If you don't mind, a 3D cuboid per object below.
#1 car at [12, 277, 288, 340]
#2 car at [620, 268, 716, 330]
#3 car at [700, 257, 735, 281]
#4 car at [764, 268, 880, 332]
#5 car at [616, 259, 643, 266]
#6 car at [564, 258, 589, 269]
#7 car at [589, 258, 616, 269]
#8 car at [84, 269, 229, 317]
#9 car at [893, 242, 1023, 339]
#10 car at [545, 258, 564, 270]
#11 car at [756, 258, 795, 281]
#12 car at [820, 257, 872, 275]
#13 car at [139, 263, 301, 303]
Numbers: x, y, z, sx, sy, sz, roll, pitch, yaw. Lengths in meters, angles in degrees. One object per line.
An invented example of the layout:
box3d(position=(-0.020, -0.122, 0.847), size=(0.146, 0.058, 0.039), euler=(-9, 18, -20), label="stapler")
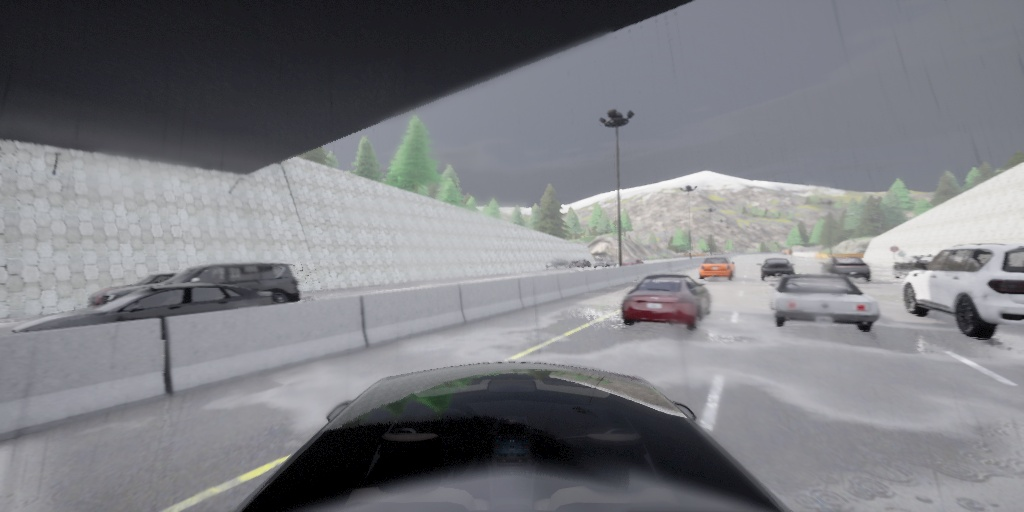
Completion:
box3d(position=(-9.071, 1.521, 9.453), size=(1.837, 1.490, 4.892), euler=(-2, 0, 34), label="car")
box3d(position=(4.782, 1.233, 10.926), size=(1.994, 1.385, 4.181), euler=(-2, 0, 34), label="car")
box3d(position=(15.263, 0.825, 26.612), size=(2.097, 1.767, 4.553), euler=(-2, 0, 34), label="car")
box3d(position=(8.496, 1.172, 10.183), size=(1.895, 1.301, 4.718), euler=(-2, 0, 34), label="car")
box3d(position=(15.225, 1.083, 45.617), size=(1.882, 1.535, 5.008), euler=(-2, 0, 34), label="car")
box3d(position=(9.402, 0.997, 49.509), size=(1.994, 1.385, 4.181), euler=(-2, 0, 34), label="car")
box3d(position=(12.295, 0.957, 47.538), size=(1.895, 1.301, 4.718), euler=(-2, 0, 34), label="car")
box3d(position=(-16.630, 1.595, 17.039), size=(2.097, 1.767, 4.553), euler=(-2, 0, 34), label="car")
box3d(position=(11.548, 0.707, 8.470), size=(2.150, 2.045, 5.566), euler=(-2, 0, 34), label="car")
box3d(position=(6.493, 1.052, 51.454), size=(2.128, 1.511, 4.902), euler=(-2, 0, 34), label="car")
box3d(position=(18.358, 0.891, 24.940), size=(1.837, 1.490, 4.892), euler=(-2, 0, 34), label="car")
box3d(position=(21.230, 0.796, 22.942), size=(2.128, 1.511, 4.902), euler=(-2, 0, 34), label="car")
box3d(position=(-10.855, 1.300, 13.090), size=(2.150, 2.045, 5.566), euler=(-2, 0, 34), label="car")
